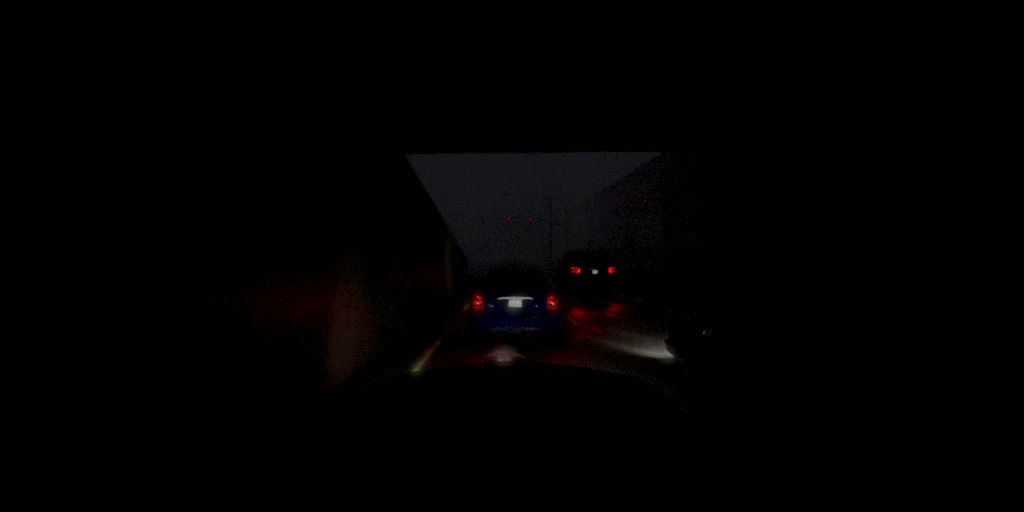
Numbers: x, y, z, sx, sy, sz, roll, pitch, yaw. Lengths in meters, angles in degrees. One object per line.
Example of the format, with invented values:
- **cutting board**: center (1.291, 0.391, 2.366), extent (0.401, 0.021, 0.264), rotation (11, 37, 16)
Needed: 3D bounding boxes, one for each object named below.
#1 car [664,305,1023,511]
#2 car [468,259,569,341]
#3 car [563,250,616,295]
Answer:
- **car**: center (3.593, 1.265, 3.866), extent (2.033, 1.411, 5.357), rotation (0, 1, 0)
- **car**: center (0.081, 0.990, 9.654), extent (2.097, 1.767, 4.553), rotation (0, 1, 0)
- **car**: center (3.584, 0.738, 18.141), extent (2.150, 2.045, 5.566), rotation (0, 1, 0)
